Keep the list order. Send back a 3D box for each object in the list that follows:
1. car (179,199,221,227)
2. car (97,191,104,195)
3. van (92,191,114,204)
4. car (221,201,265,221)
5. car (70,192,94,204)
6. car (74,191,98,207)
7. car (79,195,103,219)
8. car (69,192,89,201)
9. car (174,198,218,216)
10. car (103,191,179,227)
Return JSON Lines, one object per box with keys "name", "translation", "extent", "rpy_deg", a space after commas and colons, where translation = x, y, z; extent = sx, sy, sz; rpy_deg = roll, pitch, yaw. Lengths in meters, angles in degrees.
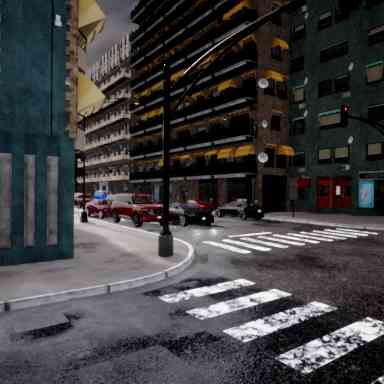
{"name": "car", "translation": [-0.478, 1.320, 20.821], "extent": [1.994, 1.385, 4.181], "rpy_deg": [1, 0, -36]}
{"name": "car", "translation": [-6.055, 0.971, 28.548], "extent": [2.097, 1.767, 4.553], "rpy_deg": [1, 0, -36]}
{"name": "van", "translation": [-12.759, 0.726, 47.729], "extent": [1.690, 1.788, 3.998], "rpy_deg": [2, 0, -36]}
{"name": "car", "translation": [3.550, 1.353, 25.154], "extent": [1.947, 1.339, 4.313], "rpy_deg": [2, 0, -36]}
{"name": "car", "translation": [-15.642, 0.823, 47.189], "extent": [1.882, 1.535, 5.008], "rpy_deg": [1, 0, -36]}
{"name": "car", "translation": [-12.081, 0.948, 36.901], "extent": [1.882, 1.535, 5.008], "rpy_deg": [1, 1, -36]}
{"name": "car", "translation": [-6.527, 1.182, 24.792], "extent": [1.887, 1.381, 4.507], "rpy_deg": [2, 0, -36]}
{"name": "car", "translation": [-19.288, 0.768, 56.758], "extent": [1.887, 1.381, 4.507], "rpy_deg": [2, 0, -36]}
{"name": "car", "translation": [0.287, 1.288, 29.669], "extent": [1.802, 1.307, 4.206], "rpy_deg": [2, 0, -36]}
{"name": "car", "translation": [-3.258, 1.033, 20.278], "extent": [2.192, 1.841, 5.009], "rpy_deg": [2, 0, -36]}
